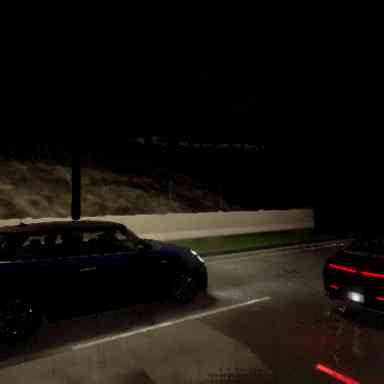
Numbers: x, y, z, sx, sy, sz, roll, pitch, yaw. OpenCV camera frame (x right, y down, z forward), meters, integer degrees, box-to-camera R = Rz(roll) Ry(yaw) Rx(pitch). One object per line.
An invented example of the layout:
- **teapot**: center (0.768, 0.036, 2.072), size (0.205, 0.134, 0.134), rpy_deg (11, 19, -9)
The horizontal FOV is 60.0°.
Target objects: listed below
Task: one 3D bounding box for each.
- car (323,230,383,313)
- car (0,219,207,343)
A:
- **car**: center (4.810, 1.563, 7.121), size (4.892, 1.490, 1.837), rpy_deg (0, 0, -35)
- **car**: center (-1.875, 1.368, 6.699), size (4.553, 1.767, 2.097), rpy_deg (1, 0, -35)
